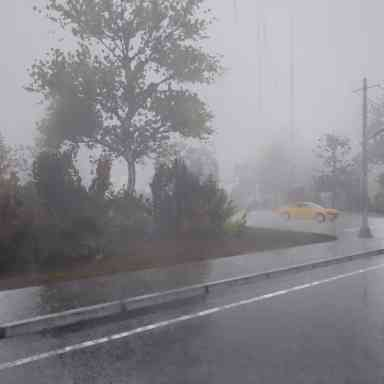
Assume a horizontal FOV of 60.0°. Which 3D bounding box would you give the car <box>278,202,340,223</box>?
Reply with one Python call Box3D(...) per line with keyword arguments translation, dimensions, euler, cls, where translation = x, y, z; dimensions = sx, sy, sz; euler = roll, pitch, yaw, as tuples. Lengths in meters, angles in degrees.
Box3D(translation=(9.339, 1.566, 26.883), dimensions=(1.882, 1.535, 5.008), euler=(0, -1, -39), cls="car")
